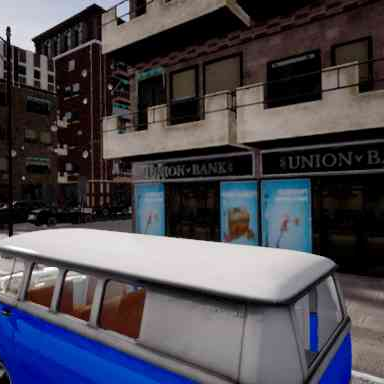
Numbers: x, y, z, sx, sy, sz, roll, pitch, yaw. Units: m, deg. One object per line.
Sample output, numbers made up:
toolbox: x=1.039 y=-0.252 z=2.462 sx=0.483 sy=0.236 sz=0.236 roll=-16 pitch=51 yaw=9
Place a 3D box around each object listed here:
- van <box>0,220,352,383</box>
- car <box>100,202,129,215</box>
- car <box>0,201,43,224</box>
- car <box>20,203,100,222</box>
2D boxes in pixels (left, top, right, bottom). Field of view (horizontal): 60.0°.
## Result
van: x=-0.578 y=1.342 z=3.263 sx=3.998 sy=1.788 sz=1.690 roll=0 pitch=-1 yaw=35
car: x=-8.868 y=1.795 z=36.457 sx=1.947 sy=1.339 sz=4.313 roll=-2 pitch=-1 yaw=36
car: x=-13.465 y=1.473 z=25.761 sx=2.097 sy=1.767 sz=4.553 roll=-1 pitch=-1 yaw=36
car: x=-8.744 y=1.581 z=22.405 sx=1.947 sy=1.339 sz=4.313 roll=-2 pitch=-1 yaw=36
